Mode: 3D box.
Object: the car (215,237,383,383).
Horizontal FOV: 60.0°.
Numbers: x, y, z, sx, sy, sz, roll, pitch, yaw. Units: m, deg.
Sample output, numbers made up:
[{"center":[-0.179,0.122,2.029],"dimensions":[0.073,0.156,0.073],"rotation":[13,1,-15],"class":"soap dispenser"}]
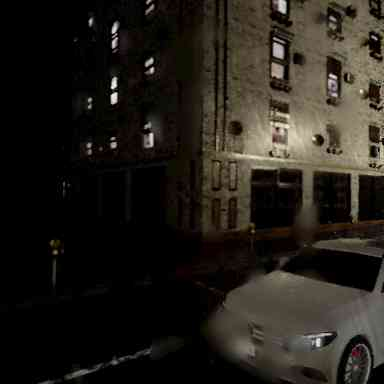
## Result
[{"center":[2.507,1.495,5.162],"dimensions":[4.674,1.442,1.812],"rotation":[0,0,-35],"class":"car"}]
